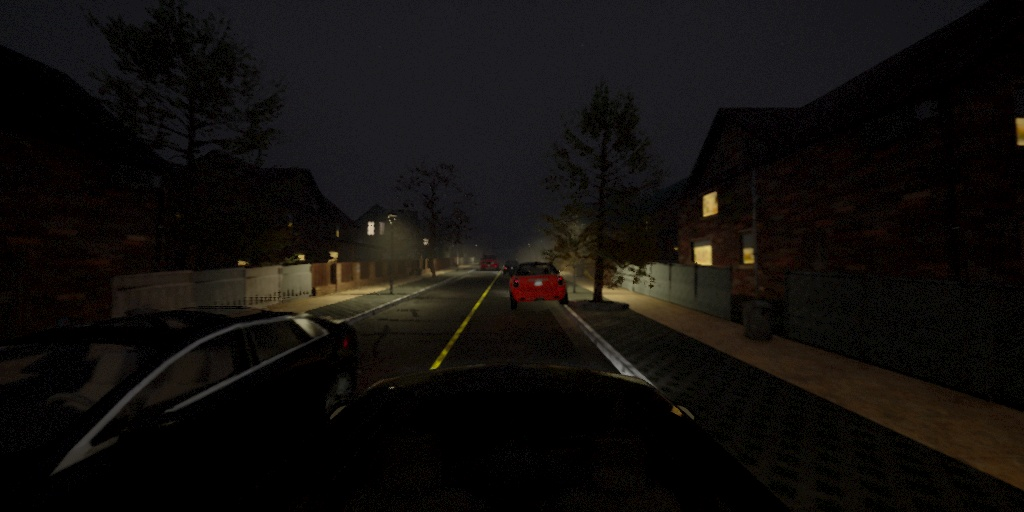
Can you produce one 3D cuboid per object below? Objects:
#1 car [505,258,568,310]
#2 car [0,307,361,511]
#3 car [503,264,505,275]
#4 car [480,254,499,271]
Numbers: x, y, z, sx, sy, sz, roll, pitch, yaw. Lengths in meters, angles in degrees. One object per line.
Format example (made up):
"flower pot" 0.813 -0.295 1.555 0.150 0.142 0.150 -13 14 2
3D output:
"car" 0.924 0.996 14.642 2.097 1.767 4.553 -3 -1 0
"car" -2.850 1.237 2.663 2.128 1.511 4.902 0 0 0
"car" 0.031 1.164 36.275 2.033 1.411 5.357 0 0 1
"car" -2.821 0.811 46.260 2.150 2.045 5.566 0 0 0
